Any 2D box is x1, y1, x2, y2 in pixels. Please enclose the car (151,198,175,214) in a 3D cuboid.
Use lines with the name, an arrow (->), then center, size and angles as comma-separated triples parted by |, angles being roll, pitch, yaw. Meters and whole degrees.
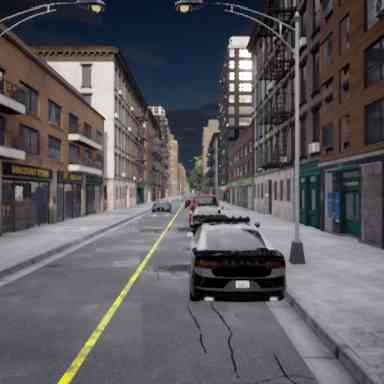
car -> -3.157, 1.580, 35.372 | 1.994, 1.385, 4.181 | 0, 0, 0

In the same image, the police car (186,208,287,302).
police car -> 0.886, 1.424, 8.440 | 1.930, 1.638, 5.238 | 0, 0, 0

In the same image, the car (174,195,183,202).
car -> -3.125, 1.489, 75.725 | 1.812, 1.442, 4.674 | 0, 0, 0

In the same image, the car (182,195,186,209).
car -> -0.064, 1.533, 46.494 | 1.837, 1.490, 4.892 | 0, 0, 0

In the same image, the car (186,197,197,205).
car -> -0.099, 1.610, 59.885 | 1.994, 1.385, 4.181 | 0, 0, 0

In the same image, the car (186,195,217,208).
car -> 0.860, 1.231, 24.361 | 2.150, 2.045, 5.566 | 0, 0, 0

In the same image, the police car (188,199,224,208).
police car -> 0.870, 1.428, 18.440 | 1.930, 1.638, 5.238 | 0, 0, 0
